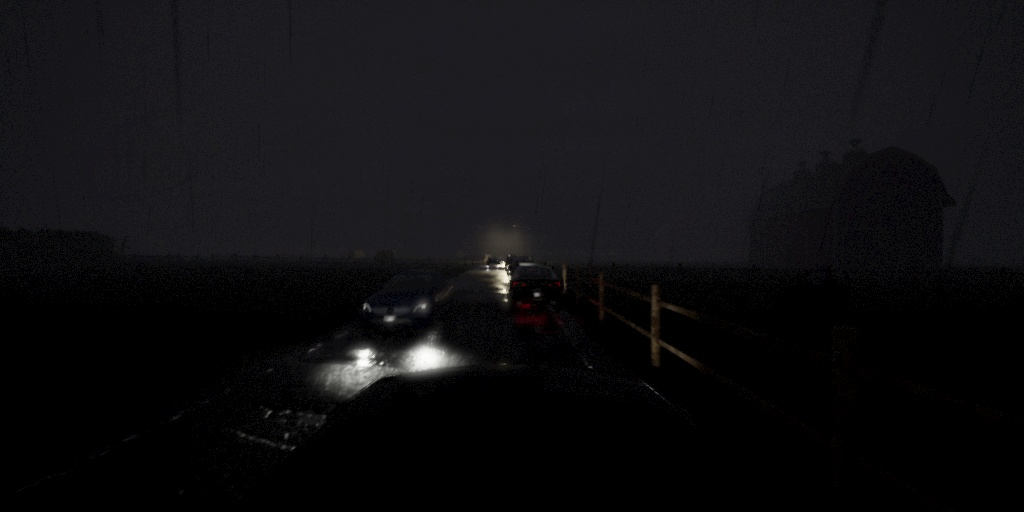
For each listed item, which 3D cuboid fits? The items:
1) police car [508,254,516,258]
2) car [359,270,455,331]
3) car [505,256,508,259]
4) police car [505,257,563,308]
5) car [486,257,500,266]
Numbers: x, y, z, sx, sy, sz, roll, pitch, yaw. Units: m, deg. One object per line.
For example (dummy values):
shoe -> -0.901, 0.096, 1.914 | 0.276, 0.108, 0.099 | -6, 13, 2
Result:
police car -> 0.830, 0.841, 30.353 | 1.930, 1.638, 5.238 | 0, 1, 0
car -> -2.848, 1.172, 10.687 | 1.812, 1.442, 4.674 | 0, 1, 0
car -> 0.041, 0.647, 51.291 | 1.882, 1.535, 5.008 | 0, 1, 1
police car -> 0.826, 1.028, 14.354 | 1.930, 1.638, 5.238 | 0, 1, 0
car -> -2.798, 0.737, 54.155 | 1.895, 1.301, 4.718 | 0, 1, 0
